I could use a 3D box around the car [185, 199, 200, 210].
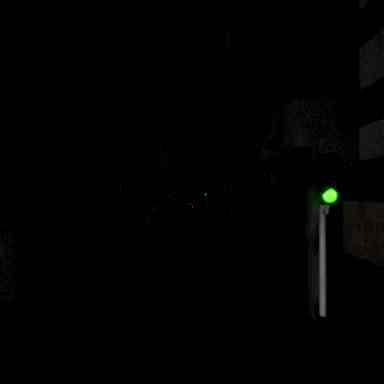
[{"bbox_3d":[0.067,1.813,48.386,1.837,1.490,4.892,0,0,0],"label":"car"}]

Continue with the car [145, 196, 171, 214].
[{"bbox_3d":[-4.116,1.472,39.252,2.150,2.045,5.566,0,0,0],"label":"car"}]

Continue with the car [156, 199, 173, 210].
[{"bbox_3d":[-4.092,1.865,49.893,2.033,1.411,5.357,0,0,1],"label":"car"}]
